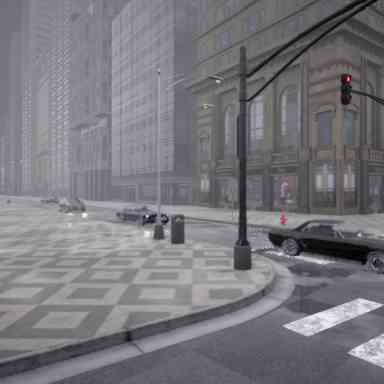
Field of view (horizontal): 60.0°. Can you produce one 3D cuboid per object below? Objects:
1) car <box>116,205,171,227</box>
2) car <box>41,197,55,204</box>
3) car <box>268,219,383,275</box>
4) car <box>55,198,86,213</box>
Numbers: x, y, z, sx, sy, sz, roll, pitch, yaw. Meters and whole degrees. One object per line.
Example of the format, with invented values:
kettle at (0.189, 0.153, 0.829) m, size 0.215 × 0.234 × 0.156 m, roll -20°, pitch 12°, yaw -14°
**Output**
car at (-3.346, 1.534, 22.246) m, size 1.895 × 1.301 × 4.718 m, roll 0°, pitch 0°, yaw -35°
car at (-25.093, 1.446, 58.333) m, size 1.895 × 1.301 × 4.718 m, roll 0°, pitch 0°, yaw -36°
car at (4.853, 1.586, 10.717) m, size 1.895 × 1.301 × 4.718 m, roll 0°, pitch 0°, yaw -35°
car at (-12.818, 1.398, 35.572) m, size 1.837 × 1.490 × 4.892 m, roll 0°, pitch 0°, yaw -35°
